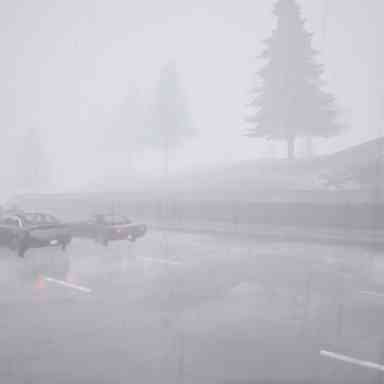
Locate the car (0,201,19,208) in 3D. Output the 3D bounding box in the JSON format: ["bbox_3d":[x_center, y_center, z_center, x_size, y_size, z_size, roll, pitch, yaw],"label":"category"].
[{"bbox_3d":[-14.324,1.745,25.481,2.128,1.511,4.902,0,0,-43],"label":"car"}]

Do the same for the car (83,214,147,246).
[{"bbox_3d":[-4.446,1.726,16.178,4.718,1.301,1.895,-1,0,40],"label":"car"}]

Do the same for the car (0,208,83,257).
[{"bbox_3d":[-6.843,1.621,13.631,4.902,1.511,2.128,-1,0,41],"label":"car"}]
